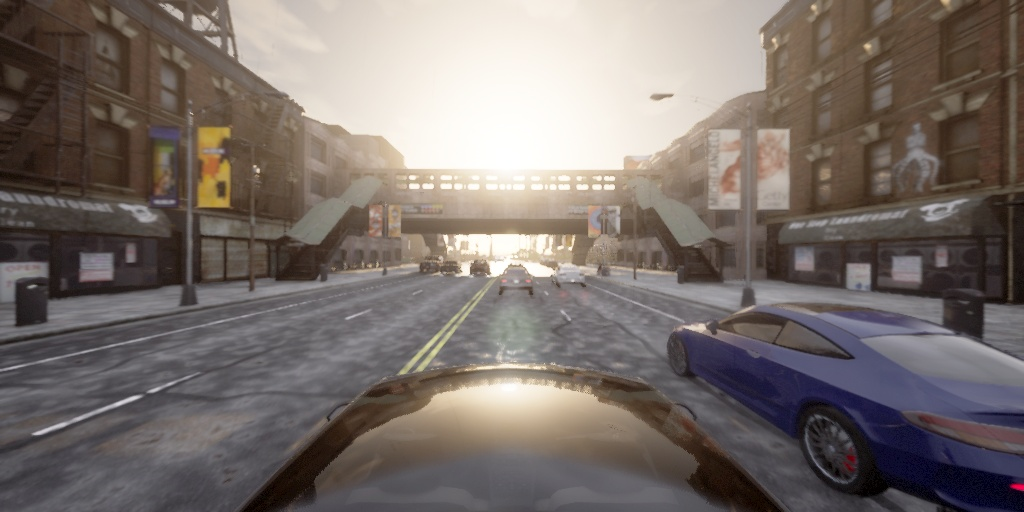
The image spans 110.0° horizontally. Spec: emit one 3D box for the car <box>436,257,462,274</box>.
[{"bbox_3d":[-6.810,1.198,40.495,1.882,1.535,5.008,0,0,1],"label":"car"}]

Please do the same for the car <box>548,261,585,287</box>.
[{"bbox_3d":[3.766,1.292,24.404,1.812,1.442,4.674,0,0,1],"label":"car"}]

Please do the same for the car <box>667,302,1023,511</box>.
[{"bbox_3d":[3.633,1.291,4.379,1.812,1.442,4.674,0,0,0],"label":"car"}]

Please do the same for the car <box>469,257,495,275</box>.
[{"bbox_3d":[-3.328,1.086,38.364,2.097,1.767,4.553,0,0,1],"label":"car"}]

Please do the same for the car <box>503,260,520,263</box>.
[{"bbox_3d":[0.357,1.315,38.341,1.994,1.385,4.181,0,0,0],"label":"car"}]

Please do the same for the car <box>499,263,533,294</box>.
[{"bbox_3d":[0.215,1.297,20.120,2.033,1.411,5.357,0,0,0],"label":"car"}]
